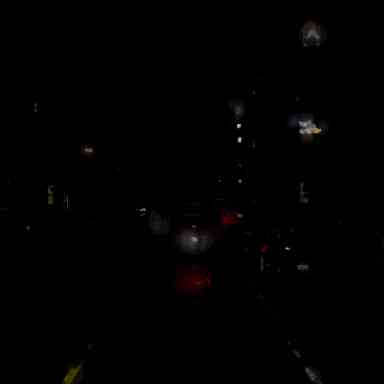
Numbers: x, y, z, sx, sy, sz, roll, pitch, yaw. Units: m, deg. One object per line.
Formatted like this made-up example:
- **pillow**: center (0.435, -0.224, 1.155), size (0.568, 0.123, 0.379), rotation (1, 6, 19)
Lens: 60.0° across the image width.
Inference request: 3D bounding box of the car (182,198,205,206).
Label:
- **car**: center (0.096, 1.671, 31.604), size (1.882, 1.535, 5.008), rotation (0, 0, 0)

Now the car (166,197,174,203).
- **car**: center (-5.658, 2.069, 86.366), size (1.887, 1.381, 4.507), rotation (1, 0, 0)

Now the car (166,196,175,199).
- **car**: center (-5.735, 2.035, 80.684), size (1.887, 1.381, 4.507), rotation (1, 0, 0)

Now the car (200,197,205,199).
- **car**: center (2.726, 1.998, 92.113), size (1.967, 1.590, 4.097), rotation (1, 0, 0)

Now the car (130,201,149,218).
- **car**: center (-5.667, 1.637, 31.916), size (1.967, 1.590, 4.097), rotation (1, 0, 0)

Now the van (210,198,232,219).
- **van**: center (2.715, 1.537, 31.907), size (1.690, 1.788, 3.998), rotation (1, 0, 0)

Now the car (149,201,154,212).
- **car**: center (-5.667, 1.813, 42.729), size (2.008, 1.369, 4.403), rotation (1, 0, 0)

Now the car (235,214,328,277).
- **car**: center (2.707, 1.615, 10.278), size (2.008, 1.369, 4.403), rotation (1, 0, 0)

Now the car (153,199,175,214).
- **car**: center (-3.075, 1.842, 39.410), size (1.895, 1.301, 4.718), rotation (0, 0, 0)

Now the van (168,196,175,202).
- **van**: center (-5.652, 1.899, 92.055), size (1.690, 1.788, 3.998), rotation (1, 0, 0)

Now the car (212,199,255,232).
- **car**: center (2.713, 1.445, 21.093), size (2.192, 1.841, 5.009), rotation (1, 0, 0)

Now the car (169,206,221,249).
- **car**: center (0.088, 1.596, 14.969), size (1.837, 1.490, 4.892), rotation (0, -1, 0)

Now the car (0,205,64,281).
- **car**: center (-5.669, 1.380, 10.288), size (2.192, 1.841, 5.009), rotation (1, 0, 0)

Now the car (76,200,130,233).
- **car**: center (-5.667, 1.446, 21.102), size (2.192, 1.841, 5.009), rotation (1, 0, 0)
